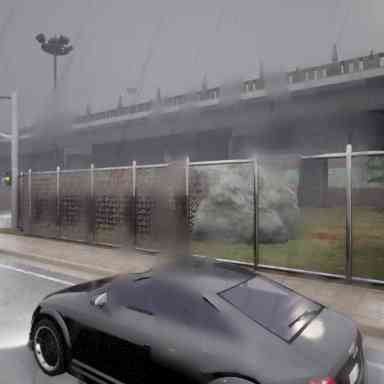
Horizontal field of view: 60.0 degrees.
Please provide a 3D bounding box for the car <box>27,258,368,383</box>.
[{"bbox_3d":[-0.189,1.564,4.125,4.181,1.385,1.994,0,0,36],"label":"car"}]
